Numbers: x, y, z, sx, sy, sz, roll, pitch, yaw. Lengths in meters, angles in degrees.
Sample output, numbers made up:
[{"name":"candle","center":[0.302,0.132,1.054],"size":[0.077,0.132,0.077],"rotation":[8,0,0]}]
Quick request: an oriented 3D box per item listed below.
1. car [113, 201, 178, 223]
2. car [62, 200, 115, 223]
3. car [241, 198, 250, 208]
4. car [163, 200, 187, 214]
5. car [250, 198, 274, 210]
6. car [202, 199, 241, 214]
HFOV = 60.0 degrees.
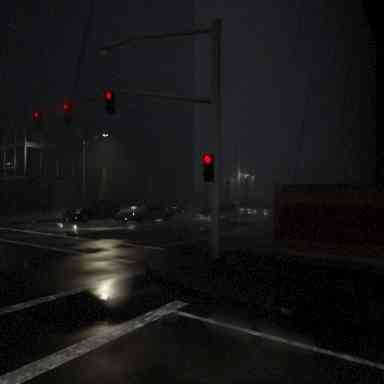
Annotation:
[{"name":"car","center":[-3.525,1.656,26.016],"size":[1.895,1.301,4.718],"rotation":[0,0,36]},{"name":"car","center":[-7.789,1.407,26.068],"size":[2.097,1.767,4.553],"rotation":[0,0,36]},{"name":"car","center":[9.009,1.603,49.441],"size":[2.033,1.411,5.357],"rotation":[0,0,36]},{"name":"car","center":[-2.459,1.559,33.513],"size":[1.837,1.490,4.892],"rotation":[0,0,36]},{"name":"car","center":[9.967,1.582,44.806],"size":[1.812,1.442,4.674],"rotation":[0,0,36]},{"name":"car","center":[2.946,1.533,35.047],"size":[1.882,1.535,5.008],"rotation":[0,0,35]}]
